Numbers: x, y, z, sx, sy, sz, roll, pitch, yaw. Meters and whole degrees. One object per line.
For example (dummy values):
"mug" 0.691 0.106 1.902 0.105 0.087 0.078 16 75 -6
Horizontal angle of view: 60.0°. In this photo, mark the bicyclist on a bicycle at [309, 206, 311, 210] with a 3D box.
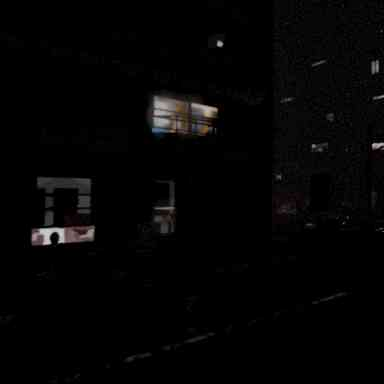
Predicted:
"bicyclist on a bicycle" 13.753 2.019 37.867 1.656 1.620 0.582 0 -1 -36

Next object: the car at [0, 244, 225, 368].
"car" -1.311 1.603 5.690 4.206 1.307 1.802 1 -1 -36

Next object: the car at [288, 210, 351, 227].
"car" 10.472 2.132 27.546 1.895 1.301 4.718 1 -1 -36
